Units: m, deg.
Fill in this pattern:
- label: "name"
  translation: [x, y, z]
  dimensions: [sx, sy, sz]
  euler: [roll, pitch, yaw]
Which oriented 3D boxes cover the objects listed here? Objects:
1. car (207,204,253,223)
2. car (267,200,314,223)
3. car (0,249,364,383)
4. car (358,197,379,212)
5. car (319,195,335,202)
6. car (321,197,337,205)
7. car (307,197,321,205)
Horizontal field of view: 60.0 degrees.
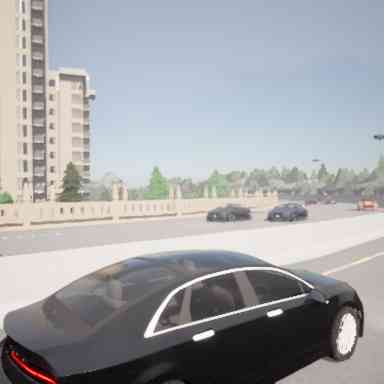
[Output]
- label: "car"
  translation: [2.990, 1.596, 25.942]
  dimensions: [1.994, 1.385, 4.181]
  euler: [0, 0, 41]
- label: "car"
  translation: [7.527, 1.574, 25.864]
  dimensions: [1.994, 1.385, 4.181]
  euler: [0, 0, 40]
- label: "car"
  translation: [0.329, 1.507, 4.231]
  dimensions: [4.892, 1.490, 1.837]
  euler: [0, 0, -37]
- label: "car"
  translation: [20.849, 1.355, 39.371]
  dimensions: [2.097, 1.767, 4.553]
  euler: [-1, 0, 28]
- label: "car"
  translation: [31.819, 1.528, 78.639]
  dimensions: [2.128, 1.511, 4.902]
  euler: [-1, 0, 3]
- label: "car"
  translation: [26.063, 1.653, 62.514]
  dimensions: [2.128, 1.511, 4.902]
  euler: [0, 0, 15]
- label: "car"
  translation: [22.454, 1.765, 62.539]
  dimensions: [1.895, 1.301, 4.718]
  euler: [-1, 0, 15]
